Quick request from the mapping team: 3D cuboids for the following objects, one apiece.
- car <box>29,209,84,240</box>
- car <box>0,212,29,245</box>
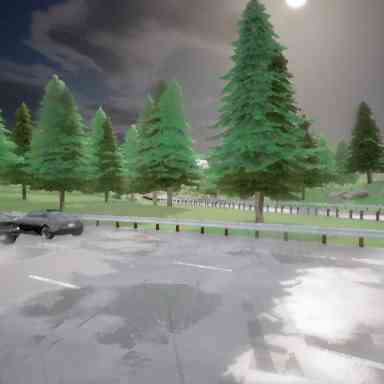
[{"bbox_3d":[-7.545,1.570,17.100,4.181,1.385,1.994,0,0,31],"label":"car"},{"bbox_3d":[-9.357,1.514,14.105,4.892,1.490,1.837,0,0,31],"label":"car"}]
